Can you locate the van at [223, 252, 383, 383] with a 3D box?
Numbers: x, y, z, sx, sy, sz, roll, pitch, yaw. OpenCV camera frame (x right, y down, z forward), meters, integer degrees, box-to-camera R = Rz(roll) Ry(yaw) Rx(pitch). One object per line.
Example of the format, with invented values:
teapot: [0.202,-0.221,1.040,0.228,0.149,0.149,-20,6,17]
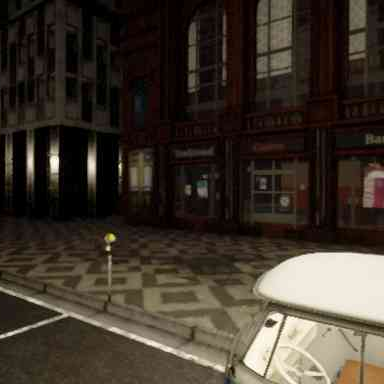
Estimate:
van: [1.989,1.346,1.542,3.998,1.788,1.690,0,0,35]
